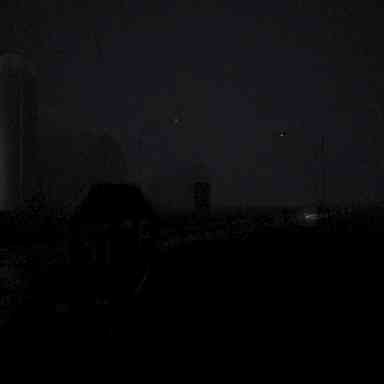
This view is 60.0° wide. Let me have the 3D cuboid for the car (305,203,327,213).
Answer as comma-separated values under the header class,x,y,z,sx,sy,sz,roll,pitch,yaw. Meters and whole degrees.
class,x,y,z,sx,sy,sz,roll,pitch,yaw
car,17.713,2.264,47.374,1.895,1.301,4.718,0,-1,36
